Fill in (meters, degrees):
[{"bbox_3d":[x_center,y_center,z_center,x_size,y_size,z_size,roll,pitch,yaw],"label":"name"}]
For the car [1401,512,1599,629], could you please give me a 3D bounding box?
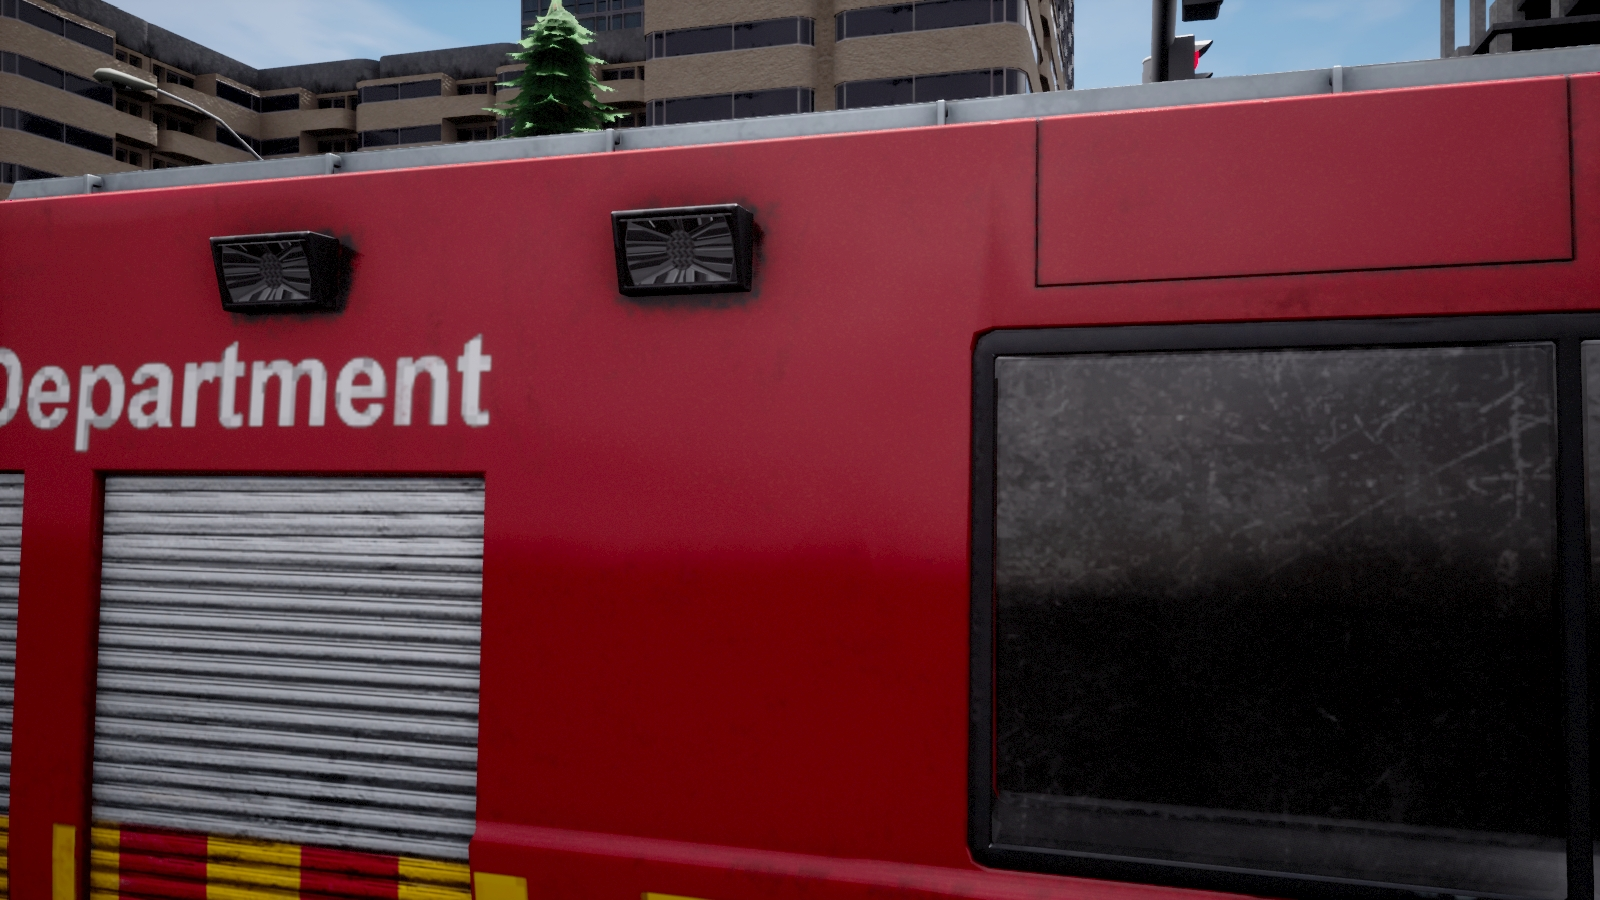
[{"bbox_3d":[12.484,2.037,20.491,2.038,1.542,4.974,0,0,16],"label":"car"}]
